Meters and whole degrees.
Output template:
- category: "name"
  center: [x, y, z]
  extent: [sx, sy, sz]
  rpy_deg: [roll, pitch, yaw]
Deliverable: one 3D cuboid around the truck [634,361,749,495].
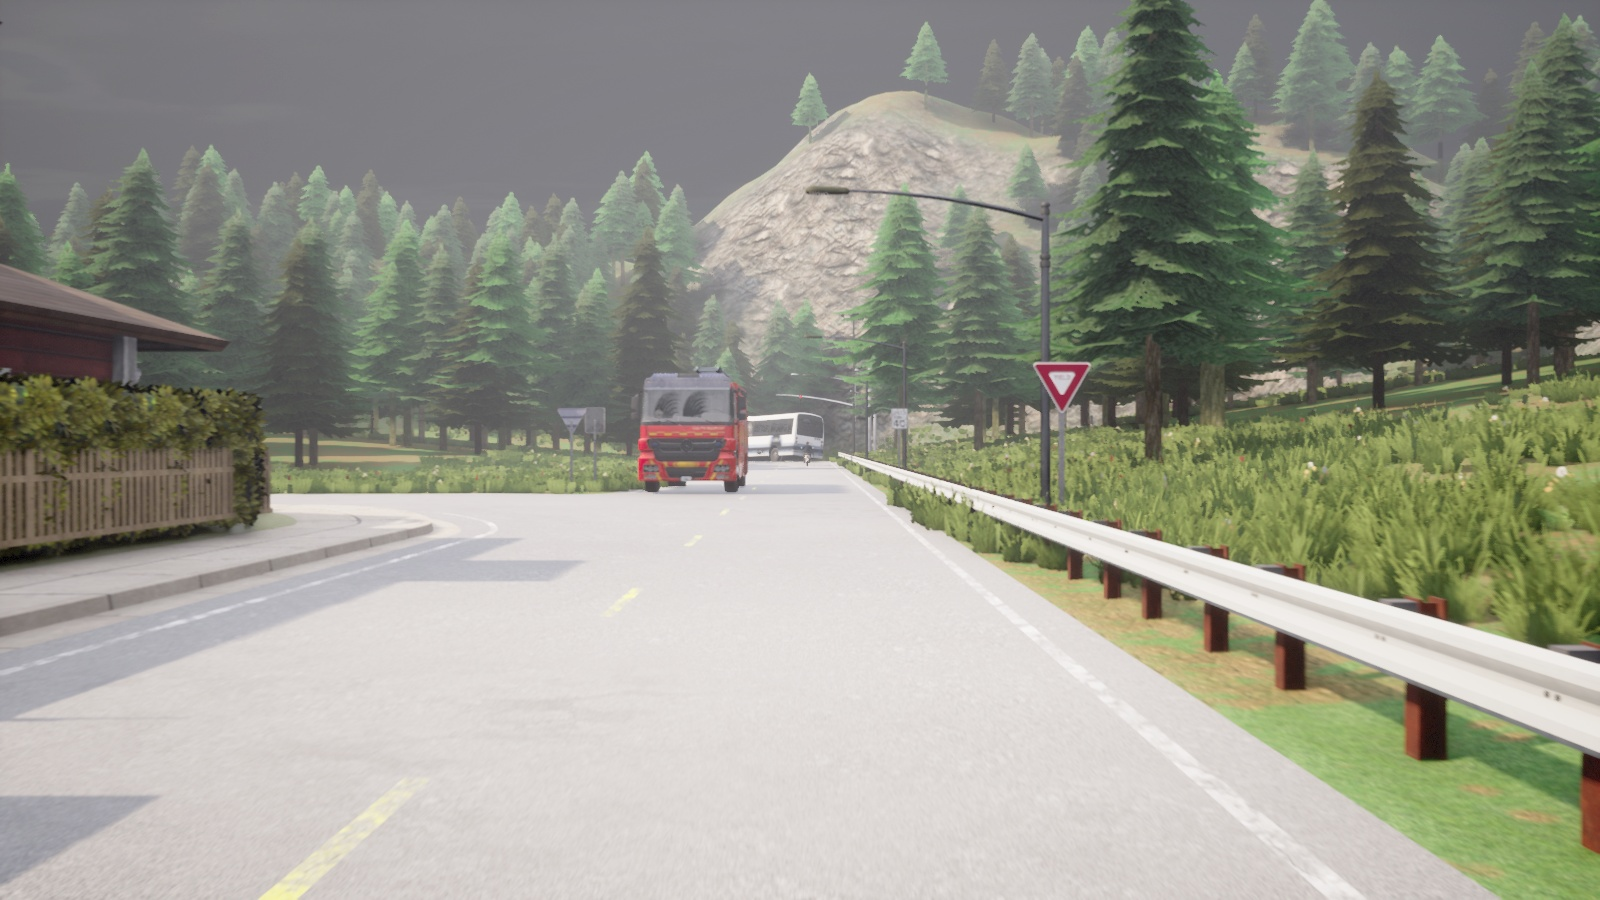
- category: "truck"
  center: [-3.256, -0.647, 40.022]
  extent: [2.891, 3.827, 8.468]
  rpy_deg: [0, 0, 0]
